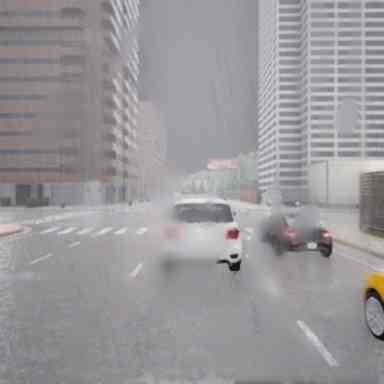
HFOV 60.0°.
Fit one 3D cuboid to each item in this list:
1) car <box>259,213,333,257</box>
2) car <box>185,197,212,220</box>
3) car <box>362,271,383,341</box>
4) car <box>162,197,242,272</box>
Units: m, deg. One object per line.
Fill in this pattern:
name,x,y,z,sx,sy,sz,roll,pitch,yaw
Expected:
car,3.817,1.523,12.784,1.812,1.442,4.674,0,0,1
car,0.549,1.315,28.676,2.097,1.767,4.553,0,0,1
car,3.693,1.480,3.479,1.882,1.535,5.008,0,0,1
car,0.295,1.216,10.927,2.150,2.045,5.566,0,0,1
